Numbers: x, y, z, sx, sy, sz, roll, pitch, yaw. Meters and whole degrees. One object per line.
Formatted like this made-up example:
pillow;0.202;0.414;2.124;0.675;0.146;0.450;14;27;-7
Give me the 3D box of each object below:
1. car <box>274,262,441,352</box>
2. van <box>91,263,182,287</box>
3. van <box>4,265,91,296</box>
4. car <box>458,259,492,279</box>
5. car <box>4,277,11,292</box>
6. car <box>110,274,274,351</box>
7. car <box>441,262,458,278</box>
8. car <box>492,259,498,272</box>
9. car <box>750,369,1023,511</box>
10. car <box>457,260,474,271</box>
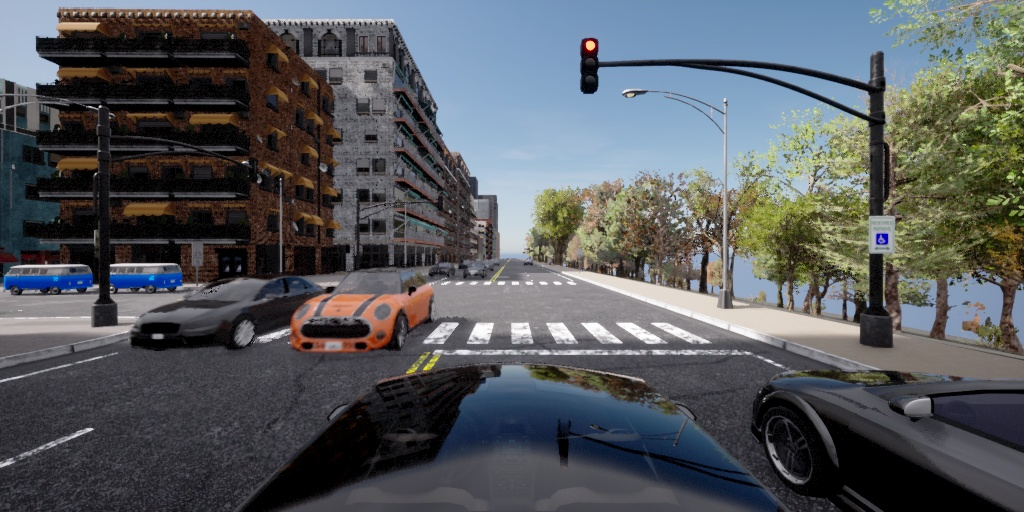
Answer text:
car;-3.349;1.102;8.979;2.097;1.767;4.553;0;0;0
van;-22.701;1.351;22.024;3.998;1.789;1.690;0;0;-1
van;-28.302;1.425;21.953;3.998;1.789;1.690;0;0;-1
car;-3.322;1.244;33.136;2.128;1.511;4.902;0;0;0
car;-22.622;1.624;13.677;4.207;1.307;1.802;0;0;-1
car;-6.595;1.252;9.105;1.837;1.490;4.892;0;0;0
car;-6.570;1.301;34.626;2.033;1.411;5.357;0;0;0
car;-3.306;1.249;46.083;2.128;1.511;4.902;0;0;0
car;3.348;1.314;1.834;1.994;1.385;4.181;0;0;0
car;-6.549;1.266;50.926;1.837;1.490;4.892;0;0;0
